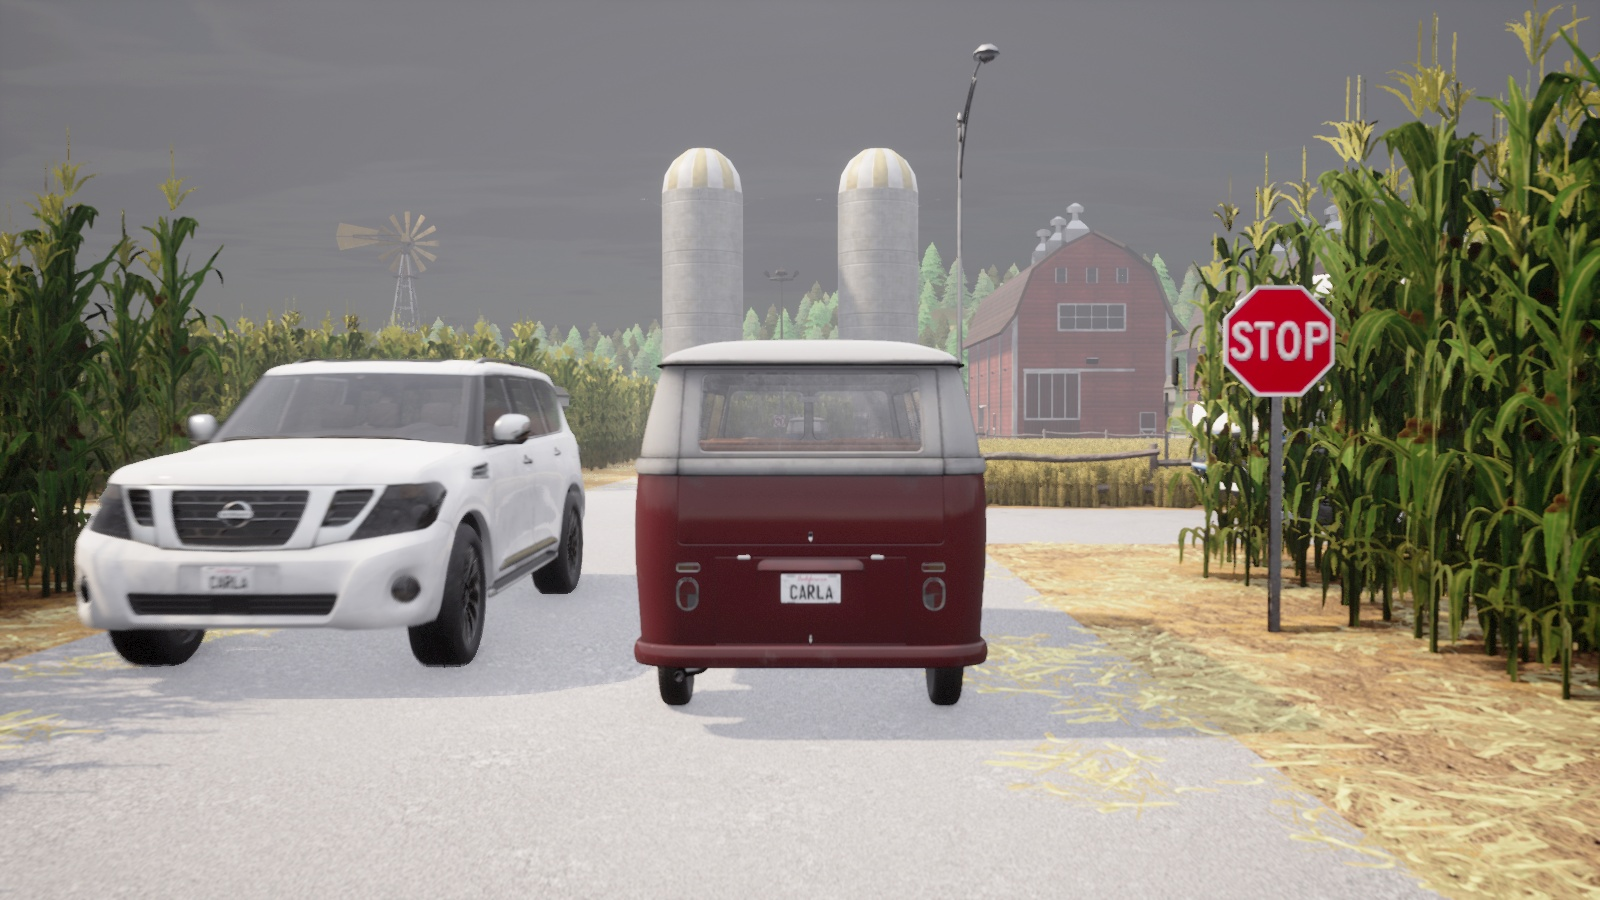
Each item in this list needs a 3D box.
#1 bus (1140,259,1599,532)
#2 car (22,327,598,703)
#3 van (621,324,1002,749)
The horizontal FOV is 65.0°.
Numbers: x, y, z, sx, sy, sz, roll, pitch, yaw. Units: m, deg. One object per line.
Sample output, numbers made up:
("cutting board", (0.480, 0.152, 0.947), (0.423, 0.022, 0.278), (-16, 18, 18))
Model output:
("bus", (11.589, -0.880, 21.750), (10.273, 4.253, 3.944), (0, 1, 0))
("car", (-3.111, 0.285, 9.615), (2.150, 2.045, 5.566), (0, 1, 1))
("van", (0.061, 0.357, 8.094), (1.775, 1.987, 4.442), (0, 1, 0))
